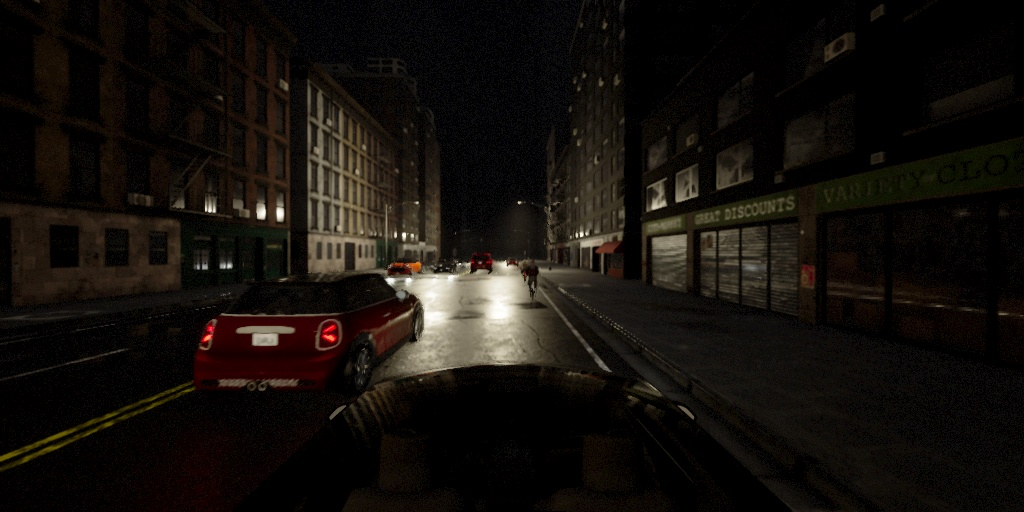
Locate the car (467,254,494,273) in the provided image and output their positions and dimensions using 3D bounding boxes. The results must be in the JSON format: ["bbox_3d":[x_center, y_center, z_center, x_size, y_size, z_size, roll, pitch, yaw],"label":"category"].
[{"bbox_3d":[-3.159,0.759,38.316,2.150,2.045,5.566,0,0,0],"label":"car"}]

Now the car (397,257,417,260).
[{"bbox_3d":[-9.852,0.920,33.113,2.097,1.767,4.553,0,0,0],"label":"car"}]

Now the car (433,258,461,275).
[{"bbox_3d":[-6.601,1.057,35.796,1.837,1.490,4.892,0,0,0],"label":"car"}]

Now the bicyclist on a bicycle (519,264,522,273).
[{"bbox_3d":[0.888,1.051,25.044,0.866,1.612,1.509,0,0,0],"label":"bicyclist on a bicycle"}]

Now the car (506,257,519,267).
[{"bbox_3d":[0.079,1.017,57.717,1.895,1.301,4.718,0,0,0],"label":"car"}]

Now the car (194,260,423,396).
[{"bbox_3d":[-3.151,1.073,6.701,2.097,1.767,4.553,0,0,0],"label":"car"}]

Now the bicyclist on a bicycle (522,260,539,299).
[{"bbox_3d":[0.890,1.039,15.799,0.659,1.776,1.843,0,1,0],"label":"bicyclist on a bicycle"}]
